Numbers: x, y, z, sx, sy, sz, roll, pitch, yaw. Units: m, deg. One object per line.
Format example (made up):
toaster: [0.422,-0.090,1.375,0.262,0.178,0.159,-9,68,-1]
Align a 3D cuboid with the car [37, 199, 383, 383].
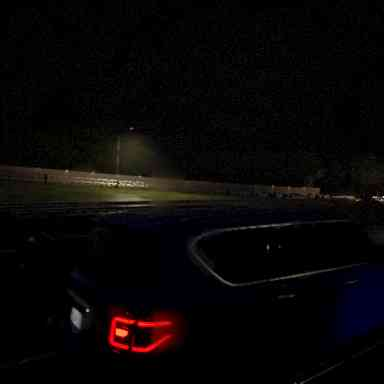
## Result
car: [1.137,1.223,4.559,5.566,2.045,2.150,0,0,-36]

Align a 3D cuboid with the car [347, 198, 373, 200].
car: [21.293,1.565,40.670,4.674,1.442,1.812,0,0,-35]

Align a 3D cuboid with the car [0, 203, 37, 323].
car: [-3.696,1.221,5.410,5.566,2.045,2.150,0,0,-36]

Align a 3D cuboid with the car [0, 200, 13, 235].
car: [-11.860,1.353,17.028,4.553,1.767,2.097,0,0,-36]
